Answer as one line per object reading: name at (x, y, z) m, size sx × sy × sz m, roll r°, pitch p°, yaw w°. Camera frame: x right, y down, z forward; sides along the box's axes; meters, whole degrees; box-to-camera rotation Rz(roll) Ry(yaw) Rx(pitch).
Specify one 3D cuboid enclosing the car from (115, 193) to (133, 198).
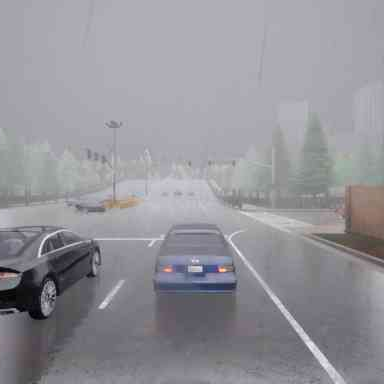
car at (-14.100, 1.433, 68.195) m, size 1.882 × 1.535 × 5.008 m, roll 0°, pitch 0°, yaw 0°

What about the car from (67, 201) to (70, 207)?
car at (-17.637, 1.601, 51.371) m, size 1.895 × 1.301 × 4.718 m, roll 0°, pitch 0°, yaw 0°

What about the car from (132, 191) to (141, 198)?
car at (-14.196, 0.520, 83.289) m, size 2.097 × 1.767 × 4.553 m, roll 0°, pitch 4°, yaw 0°

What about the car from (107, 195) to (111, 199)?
car at (-14.137, 1.526, 53.349) m, size 1.812 × 1.442 × 4.674 m, roll 0°, pitch 0°, yaw 0°

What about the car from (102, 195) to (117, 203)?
car at (-17.620, 1.401, 71.318) m, size 2.128 × 1.511 × 4.902 m, roll 0°, pitch 1°, yaw 0°

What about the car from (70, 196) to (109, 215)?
car at (-10.758, 1.477, 34.651) m, size 1.882 × 1.535 × 5.008 m, roll -1°, pitch 1°, yaw -36°

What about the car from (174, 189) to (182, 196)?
car at (-3.735, 0.063, 89.512) m, size 2.097 × 1.767 × 4.553 m, roll 0°, pitch 7°, yaw 0°

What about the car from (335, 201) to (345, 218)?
car at (14.796, 1.352, 27.569) m, size 4.553 × 1.767 × 2.097 m, roll 0°, pitch 0°, yaw 0°

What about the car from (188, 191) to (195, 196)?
car at (-0.235, 0.302, 89.536) m, size 1.895 × 1.301 × 4.718 m, roll 0°, pitch 7°, yaw 0°

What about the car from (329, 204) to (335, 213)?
car at (16.845, 1.505, 34.721) m, size 4.892 × 1.490 × 1.837 m, roll 0°, pitch 0°, yaw 0°

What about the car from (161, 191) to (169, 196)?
car at (-7.235, 0.297, 89.546) m, size 1.895 × 1.301 × 4.718 m, roll 0°, pitch 7°, yaw 0°

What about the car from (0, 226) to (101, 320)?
car at (-3.437, 1.492, 7.308) m, size 2.128 × 1.511 × 4.902 m, roll 0°, pitch 0°, yaw 0°

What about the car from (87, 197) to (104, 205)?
car at (-17.622, 1.564, 61.024) m, size 1.994 × 1.385 × 4.181 m, roll 0°, pitch 0°, yaw 0°

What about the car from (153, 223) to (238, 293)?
car at (0.071, 1.547, 8.982) m, size 2.033 × 1.411 × 5.357 m, roll 0°, pitch 0°, yaw 0°
